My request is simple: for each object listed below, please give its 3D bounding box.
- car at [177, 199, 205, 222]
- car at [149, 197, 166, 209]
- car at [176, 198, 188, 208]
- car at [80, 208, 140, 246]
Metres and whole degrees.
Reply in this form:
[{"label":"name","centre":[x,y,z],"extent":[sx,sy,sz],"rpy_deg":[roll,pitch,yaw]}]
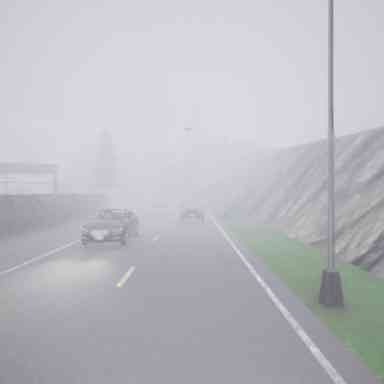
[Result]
[{"label":"car","centre":[0.055,1.545,26.242],"extent":[1.812,1.442,4.674],"rpy_deg":[0,0,0]},{"label":"car","centre":[-4.829,1.512,45.951],"extent":[1.882,1.535,5.008],"rpy_deg":[0,0,-12]},{"label":"car","centre":[-1.012,1.558,44.651],"extent":[1.812,1.442,4.674],"rpy_deg":[0,0,-9]},{"label":"car","centre":[-3.594,1.504,15.331],"extent":[2.128,1.511,4.902],"rpy_deg":[0,0,0]}]
